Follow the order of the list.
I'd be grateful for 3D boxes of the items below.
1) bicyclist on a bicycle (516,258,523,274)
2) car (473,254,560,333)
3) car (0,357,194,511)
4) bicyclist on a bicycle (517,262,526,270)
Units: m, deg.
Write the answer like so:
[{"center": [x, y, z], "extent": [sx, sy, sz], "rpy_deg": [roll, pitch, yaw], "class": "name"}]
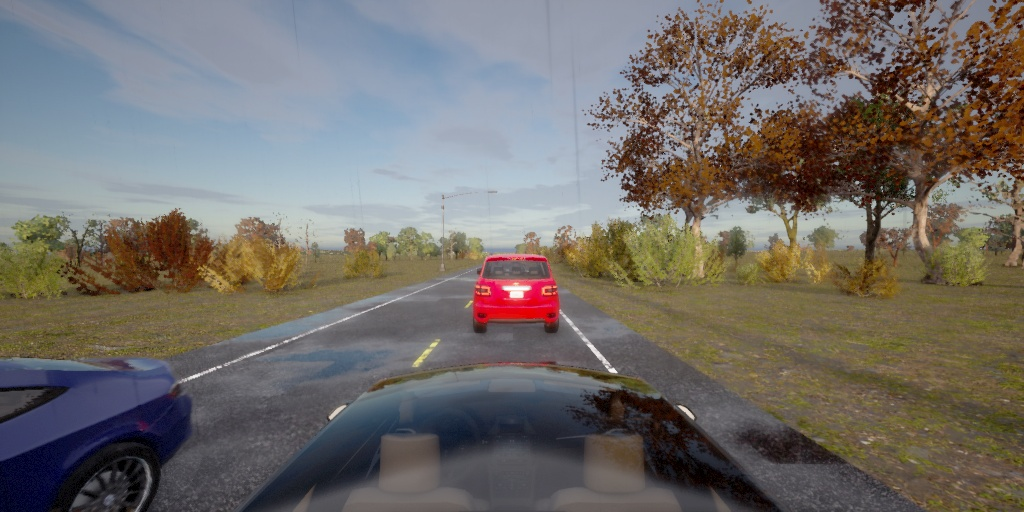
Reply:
[{"center": [0.811, 1.106, 40.022], "extent": [0.659, 1.776, 1.843], "rpy_deg": [0, 0, 0], "class": "bicyclist on a bicycle"}, {"center": [0.085, 0.968, 10.831], "extent": [2.150, 2.045, 5.566], "rpy_deg": [0, 0, -1], "class": "car"}, {"center": [-3.602, 1.276, 1.144], "extent": [1.812, 1.442, 4.674], "rpy_deg": [0, 0, 0], "class": "car"}, {"center": [0.880, 1.109, 30.010], "extent": [0.659, 1.776, 1.843], "rpy_deg": [0, 0, 0], "class": "bicyclist on a bicycle"}]
